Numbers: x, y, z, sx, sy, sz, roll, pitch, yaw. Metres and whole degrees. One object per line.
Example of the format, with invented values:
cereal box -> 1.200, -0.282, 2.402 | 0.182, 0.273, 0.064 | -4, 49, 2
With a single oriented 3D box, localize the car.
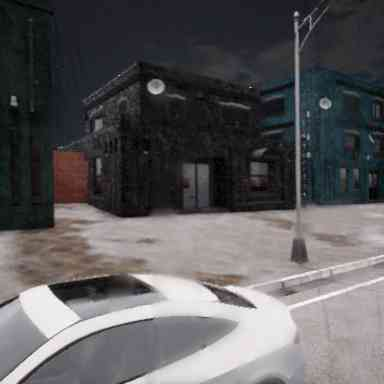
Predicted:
car -> -0.983, 1.525, 2.677 | 4.674, 1.442, 1.812 | 0, 0, -36
